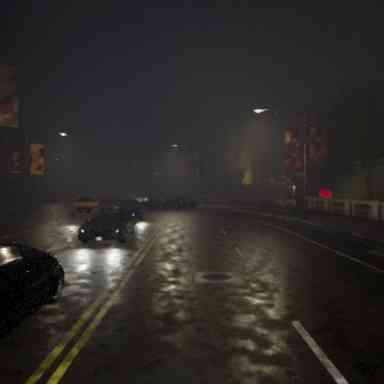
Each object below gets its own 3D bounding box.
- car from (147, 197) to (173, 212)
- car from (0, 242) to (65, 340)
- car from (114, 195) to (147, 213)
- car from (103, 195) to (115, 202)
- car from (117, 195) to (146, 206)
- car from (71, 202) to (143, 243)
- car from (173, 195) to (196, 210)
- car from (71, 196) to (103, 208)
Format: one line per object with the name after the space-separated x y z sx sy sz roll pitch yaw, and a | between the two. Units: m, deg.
-4.130 1.236 35.015 2.128 1.511 4.902 0 1 -25 | car
-3.624 1.525 5.248 1.994 1.385 4.181 0 0 0 | car
-4.902 1.286 26.147 1.882 1.535 5.008 0 0 -13 | car
-11.471 1.194 45.440 1.812 1.442 4.674 0 1 -44 | car
-8.744 1.177 47.640 1.812 1.442 4.674 0 1 -44 | car
-3.762 1.432 15.709 2.033 1.411 5.357 0 0 -3 | car
-1.418 1.077 37.376 2.097 1.767 4.553 0 0 -29 | car
-8.080 1.010 25.482 1.882 1.535 5.008 0 0 -14 | car
